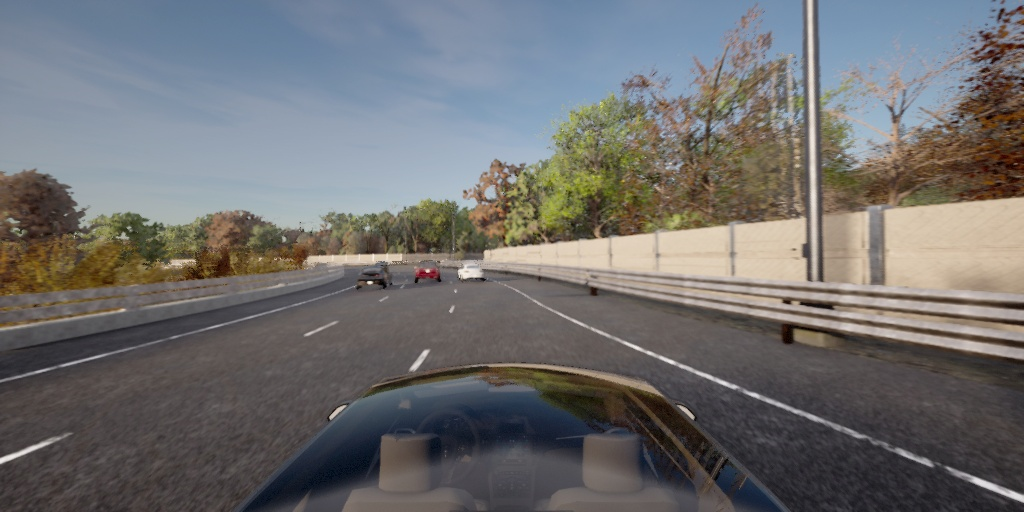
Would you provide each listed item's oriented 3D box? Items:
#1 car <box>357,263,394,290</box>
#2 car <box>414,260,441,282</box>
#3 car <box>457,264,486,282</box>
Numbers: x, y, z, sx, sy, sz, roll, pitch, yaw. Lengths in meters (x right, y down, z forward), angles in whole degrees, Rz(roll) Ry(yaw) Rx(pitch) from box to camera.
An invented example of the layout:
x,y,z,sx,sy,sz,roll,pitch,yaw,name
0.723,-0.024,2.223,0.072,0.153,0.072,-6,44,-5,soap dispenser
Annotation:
x,y,z,sx,sy,sz,roll,pitch,yaw,name
-9.372,1.432,24.769,1.837,1.490,4.892,0,0,-12,car
-7.361,1.252,31.108,2.097,1.767,4.553,-1,0,-15,car
-3.483,1.363,30.305,1.812,1.442,4.674,-1,0,-14,car
